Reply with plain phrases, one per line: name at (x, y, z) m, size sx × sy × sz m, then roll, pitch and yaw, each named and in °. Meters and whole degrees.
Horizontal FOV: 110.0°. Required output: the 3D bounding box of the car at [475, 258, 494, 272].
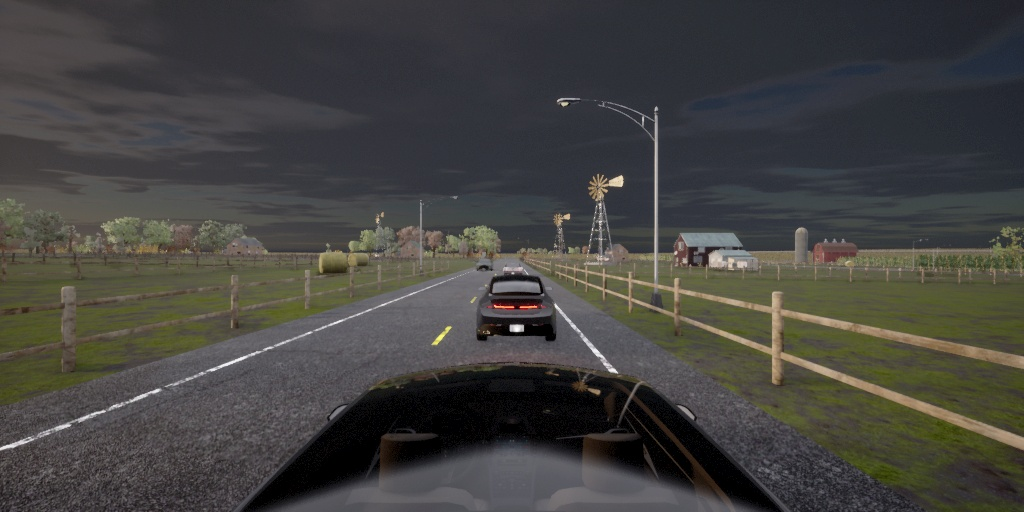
car at (-3.581, 1.093, 47.236) m, size 2.097 × 1.767 × 4.553 m, roll 0°, pitch 0°, yaw 0°

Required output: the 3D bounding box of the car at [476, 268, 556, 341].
car at (0.099, 1.253, 9.857) m, size 1.837 × 1.490 × 4.892 m, roll 0°, pitch 0°, yaw 0°

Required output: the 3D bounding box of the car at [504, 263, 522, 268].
car at (0.093, 1.344, 36.228) m, size 1.895 × 1.301 × 4.718 m, roll 0°, pitch 0°, yaw 0°
